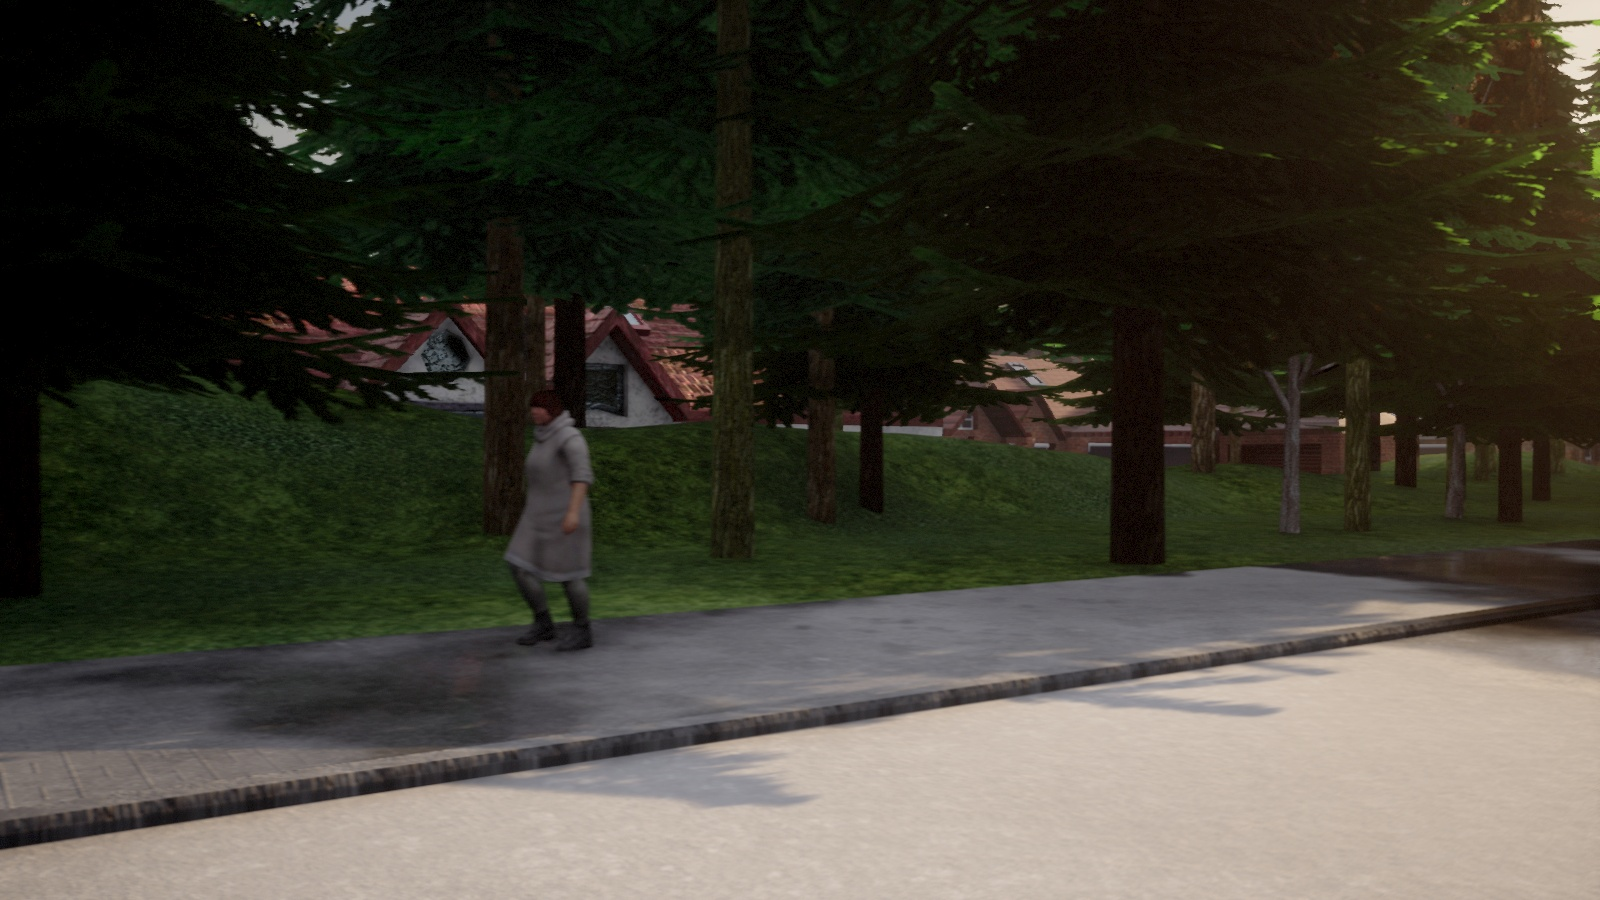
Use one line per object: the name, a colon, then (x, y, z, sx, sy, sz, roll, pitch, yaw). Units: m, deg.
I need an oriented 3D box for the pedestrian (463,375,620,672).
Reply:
pedestrian: (-1.801, 0.483, 8.756, 0.873, 1.952, 0.659, 0, 0, -38)
